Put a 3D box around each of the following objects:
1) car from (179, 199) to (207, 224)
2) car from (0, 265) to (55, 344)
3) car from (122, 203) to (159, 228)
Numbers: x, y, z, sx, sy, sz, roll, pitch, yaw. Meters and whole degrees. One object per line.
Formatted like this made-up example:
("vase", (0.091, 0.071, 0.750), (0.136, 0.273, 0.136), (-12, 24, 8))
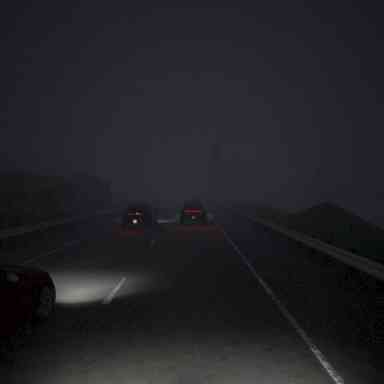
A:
("car", (0.103, 1.482, 24.387), (2.128, 1.511, 4.902), (0, 0, 0))
("car", (-3.400, 1.524, 4.141), (1.812, 1.442, 4.674), (0, 0, 0))
("car", (-3.398, 1.496, 22.222), (1.837, 1.490, 4.892), (0, 0, 0))
